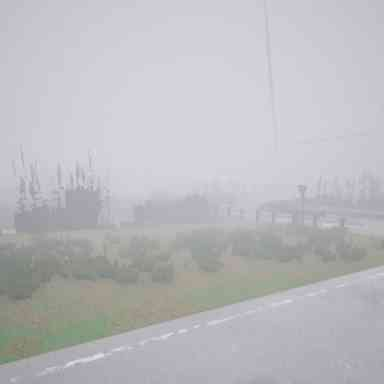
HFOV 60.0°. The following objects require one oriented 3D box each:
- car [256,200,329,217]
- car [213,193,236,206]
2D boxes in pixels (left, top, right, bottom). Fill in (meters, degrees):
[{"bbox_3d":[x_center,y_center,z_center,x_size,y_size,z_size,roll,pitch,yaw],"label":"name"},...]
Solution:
[{"bbox_3d":[7.050,1.274,23.976,2.033,1.411,5.357,0,2,-34],"label":"car"},{"bbox_3d":[2.829,0.810,37.153,2.128,1.511,4.902,0,1,-33],"label":"car"}]
